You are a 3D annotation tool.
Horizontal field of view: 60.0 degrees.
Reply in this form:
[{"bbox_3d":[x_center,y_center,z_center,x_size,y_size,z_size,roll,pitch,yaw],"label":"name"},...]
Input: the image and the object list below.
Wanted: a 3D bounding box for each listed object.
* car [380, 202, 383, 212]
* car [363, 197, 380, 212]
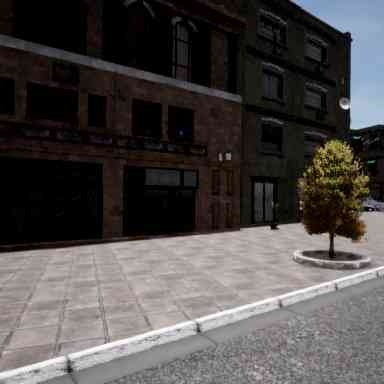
[{"bbox_3d":[20.805,1.398,39.649,2.097,1.767,4.553,1,-1,-17],"label":"car"},{"bbox_3d":[18.691,1.568,38.151,1.947,1.339,4.313,1,-1,-18],"label":"car"}]
